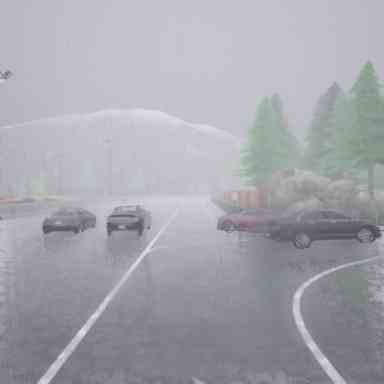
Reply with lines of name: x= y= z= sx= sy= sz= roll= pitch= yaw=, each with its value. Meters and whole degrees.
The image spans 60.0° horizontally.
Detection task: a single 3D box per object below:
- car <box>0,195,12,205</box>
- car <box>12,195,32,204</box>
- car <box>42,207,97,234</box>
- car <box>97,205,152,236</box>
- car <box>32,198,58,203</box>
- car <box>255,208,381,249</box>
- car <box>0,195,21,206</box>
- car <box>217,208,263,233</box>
car: x=-24.589 y=1.346 z=40.625 sx=2.097 sy=1.767 sz=4.553 roll=0 pitch=0 yaw=0
car: x=-28.042 y=1.470 z=55.399 sx=1.882 sy=1.535 sz=5.008 roll=0 pitch=0 yaw=1
car: x=-6.902 y=1.561 z=19.193 sx=1.994 sy=1.385 sz=4.181 roll=0 pitch=0 yaw=0
car: x=-3.403 y=1.489 z=18.560 sx=2.128 sy=1.511 sz=4.902 roll=0 pitch=0 yaw=0
car: x=-24.537 y=1.593 z=56.256 sx=1.895 sy=1.301 sz=4.718 roll=0 pitch=0 yaw=1
car: x=5.510 y=1.471 z=14.169 sx=4.892 sy=1.490 sz=1.837 roll=-2 pitch=-5 yaw=-10
car: x=-31.528 y=1.344 z=56.989 sx=2.097 sy=1.767 sz=4.553 roll=0 pitch=0 yaw=0
car: x=3.503 y=1.570 z=18.595 sx=4.181 sy=1.385 sz=1.994 roll=0 pitch=0 yaw=16
